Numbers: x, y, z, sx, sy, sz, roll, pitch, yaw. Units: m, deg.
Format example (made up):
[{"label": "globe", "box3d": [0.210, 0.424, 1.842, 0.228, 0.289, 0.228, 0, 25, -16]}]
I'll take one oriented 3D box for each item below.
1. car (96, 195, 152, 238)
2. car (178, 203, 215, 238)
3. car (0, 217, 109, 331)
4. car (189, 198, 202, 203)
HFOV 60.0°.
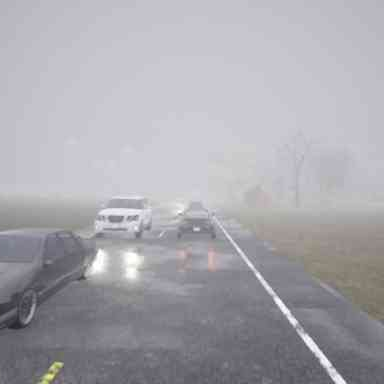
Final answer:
[{"label": "car", "box3d": [-3.453, 1.206, 17.825, 2.150, 2.045, 5.566, 1, 0, 0]}, {"label": "car", "box3d": [0.237, 1.542, 17.597, 1.812, 1.442, 4.674, 1, 0, 1]}, {"label": "car", "box3d": [-3.553, 1.522, 7.120, 2.033, 1.411, 5.357, 1, 0, 1]}, {"label": "car", "box3d": [0.475, 1.569, 45.229, 1.812, 1.442, 4.674, 1, 0, 0]}]
